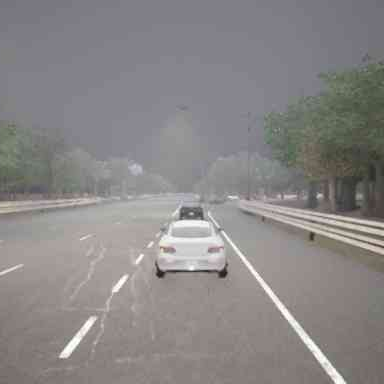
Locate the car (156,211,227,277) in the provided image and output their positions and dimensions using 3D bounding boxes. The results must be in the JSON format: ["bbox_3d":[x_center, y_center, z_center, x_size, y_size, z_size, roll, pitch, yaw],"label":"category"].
[{"bbox_3d":[-0.013,1.528,10.108,1.812,1.442,4.674,0,0,0],"label":"car"}]

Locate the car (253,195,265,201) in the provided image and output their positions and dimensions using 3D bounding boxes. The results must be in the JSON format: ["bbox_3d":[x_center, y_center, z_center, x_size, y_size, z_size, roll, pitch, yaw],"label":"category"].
[{"bbox_3d":[16.267,1.492,81.429,1.812,1.442,4.674,0,0,38],"label":"car"}]

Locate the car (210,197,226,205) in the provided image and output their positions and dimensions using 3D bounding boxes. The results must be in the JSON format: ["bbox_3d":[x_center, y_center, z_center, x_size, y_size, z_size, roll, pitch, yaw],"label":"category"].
[{"bbox_3d":[4.758,1.604,59.418,1.895,1.301,4.718,0,0,19],"label":"car"}]

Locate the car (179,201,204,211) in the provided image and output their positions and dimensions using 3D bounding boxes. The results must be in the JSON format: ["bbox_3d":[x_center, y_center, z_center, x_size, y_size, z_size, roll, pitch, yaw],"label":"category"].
[{"bbox_3d":[-0.034,1.499,27.463,1.882,1.535,5.008,0,0,0],"label":"car"}]
